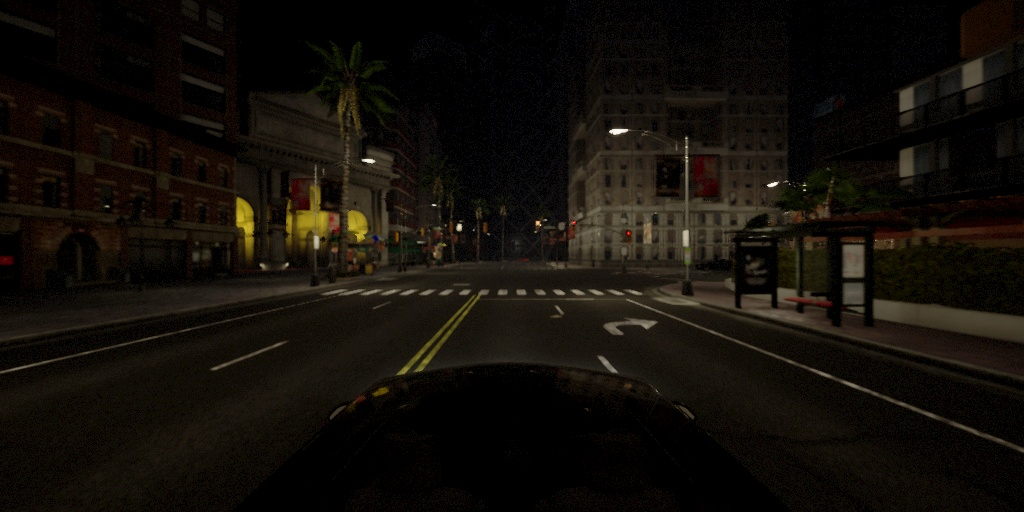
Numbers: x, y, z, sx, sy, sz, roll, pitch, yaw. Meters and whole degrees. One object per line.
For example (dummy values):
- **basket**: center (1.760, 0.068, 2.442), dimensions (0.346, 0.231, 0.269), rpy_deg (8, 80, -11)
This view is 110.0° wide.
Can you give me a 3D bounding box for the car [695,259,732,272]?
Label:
- **car**: center (26.251, 1.195, 46.229), dimensions (5.008, 1.535, 1.882), rpy_deg (0, 0, 0)
